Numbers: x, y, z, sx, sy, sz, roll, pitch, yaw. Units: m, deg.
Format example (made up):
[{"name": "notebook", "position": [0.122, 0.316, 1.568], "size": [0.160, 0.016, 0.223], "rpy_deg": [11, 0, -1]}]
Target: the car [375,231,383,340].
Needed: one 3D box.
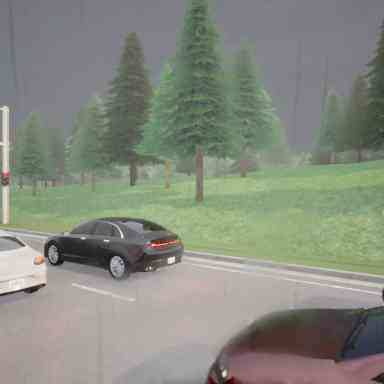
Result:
[{"name": "car", "position": [5.407, 1.478, 4.432], "size": [5.008, 1.535, 1.882], "rpy_deg": [0, 0, 36]}]

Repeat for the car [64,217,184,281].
[{"name": "car", "position": [-2.492, 1.505, 9.958], "size": [4.892, 1.490, 1.837], "rpy_deg": [0, 0, 36]}]

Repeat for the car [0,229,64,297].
[{"name": "car", "position": [-5.125, 1.526, 7.548], "size": [4.674, 1.442, 1.812], "rpy_deg": [0, 0, 36]}]

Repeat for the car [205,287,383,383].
[{"name": "car", "position": [2.146, 1.564, 2.461], "size": [4.181, 1.385, 1.994], "rpy_deg": [0, 0, 35]}]
